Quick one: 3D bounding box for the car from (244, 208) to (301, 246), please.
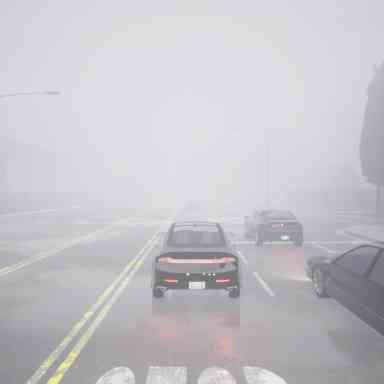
[{"bbox_3d":[3.576,1.505,15.199,1.837,1.490,4.892,0,0,0],"label":"car"}]

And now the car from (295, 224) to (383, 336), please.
[{"bbox_3d":[3.592,1.547,5.452,2.033,1.411,5.357,0,0,0],"label":"car"}]

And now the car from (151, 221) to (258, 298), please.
[{"bbox_3d":[0.087,1.492,8.500,2.128,1.511,4.902,0,0,0],"label":"car"}]

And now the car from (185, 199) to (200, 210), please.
[{"bbox_3d":[0.030,1.601,43.426,1.895,1.301,4.718,0,0,0],"label":"car"}]
